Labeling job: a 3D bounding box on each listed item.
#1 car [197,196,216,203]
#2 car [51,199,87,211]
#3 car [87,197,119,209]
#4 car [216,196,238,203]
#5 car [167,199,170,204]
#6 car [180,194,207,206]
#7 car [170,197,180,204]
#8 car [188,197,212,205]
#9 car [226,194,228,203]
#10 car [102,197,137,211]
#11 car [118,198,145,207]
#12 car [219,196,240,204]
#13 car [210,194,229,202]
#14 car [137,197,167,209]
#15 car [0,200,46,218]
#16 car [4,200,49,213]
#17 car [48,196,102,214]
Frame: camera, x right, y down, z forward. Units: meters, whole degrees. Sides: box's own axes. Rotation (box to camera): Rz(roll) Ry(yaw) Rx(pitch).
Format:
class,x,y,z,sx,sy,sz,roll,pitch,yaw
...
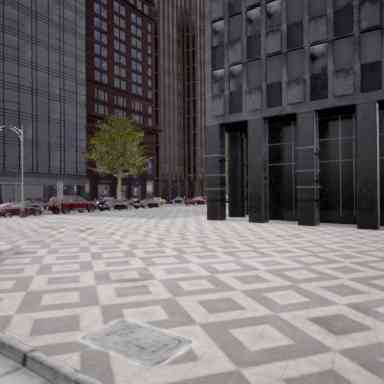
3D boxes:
class,x,y,z,sx,sy,sz,roll,pitch,yaw
car,3.198,1.536,71.274,1.887,1.381,4.507,-1,0,35
car,-15.974,1.643,43.393,1.802,1.307,4.206,-1,0,35
car,-12.781,1.485,48.039,1.967,1.590,4.097,-1,0,35
car,7.138,1.470,66.496,2.033,1.411,5.357,-1,0,35
car,-6.485,1.545,57.192,1.752,1.417,4.829,-1,0,35
car,0.632,1.463,52.498,1.887,1.381,4.507,-1,0,35
car,-3.193,1.575,61.980,1.947,1.339,4.313,-1,0,35
car,1.477,1.540,58.265,1.895,1.301,4.718,-1,0,34
car,3.825,1.223,57.145,2.192,1.841,5.009,-1,0,35
car,-8.952,1.525,38.559,1.947,1.339,4.313,-1,0,35
car,-9.583,1.614,52.686,1.802,1.307,4.206,-1,0,35
car,7.022,1.464,61.790,1.947,1.339,4.313,-1,0,35
car,6.392,1.297,75.922,2.192,1.841,5.009,-1,0,35
car,-5.758,1.510,43.205,1.947,1.339,4.313,-1,0,35
car,-15.342,1.577,29.267,1.802,1.307,4.206,-1,0,35
car,-19.169,1.643,38.746,1.947,1.339,4.313,-1,0,35
car,-12.149,1.291,33.914,2.192,1.841,5.009,-1,0,35
